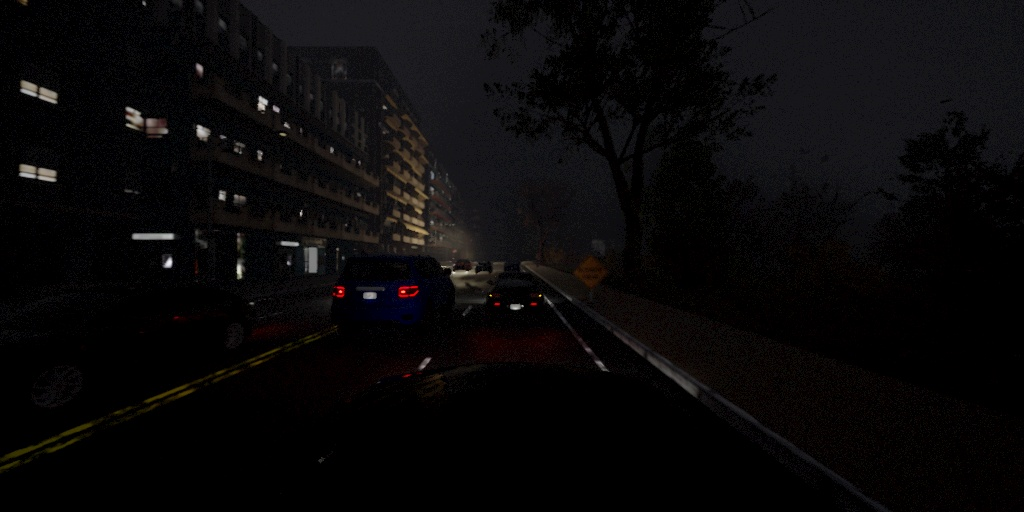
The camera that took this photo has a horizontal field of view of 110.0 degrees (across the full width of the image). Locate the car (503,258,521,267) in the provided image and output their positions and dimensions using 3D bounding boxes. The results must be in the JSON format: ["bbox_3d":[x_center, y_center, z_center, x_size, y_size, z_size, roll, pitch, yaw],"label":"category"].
[{"bbox_3d":[-0.013,1.234,42.158,1.882,1.535,5.008,0,0,0],"label":"car"}]

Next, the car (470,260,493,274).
[{"bbox_3d":[-3.263,1.248,42.139,2.128,1.511,4.902,0,0,0],"label":"car"}]

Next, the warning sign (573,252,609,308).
[{"bbox_3d":[2.846,0.866,12.905,1.300,1.860,1.060,0,0,0],"label":"warning sign"}]

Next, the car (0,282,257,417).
[{"bbox_3d":[-6.603,1.255,5.983,1.837,1.490,4.892,0,0,0],"label":"car"}]

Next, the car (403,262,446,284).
[{"bbox_3d":[-6.604,1.244,27.681,2.128,1.511,4.902,0,0,0],"label":"car"}]

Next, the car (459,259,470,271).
[{"bbox_3d":[-6.515,1.151,47.179,2.097,1.767,4.553,0,0,0],"label":"car"}]

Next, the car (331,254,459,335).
[{"bbox_3d":[-3.152,0.972,10.633,2.150,2.045,5.566,0,0,0],"label":"car"}]

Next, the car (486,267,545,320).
[{"bbox_3d":[0.098,1.276,12.491,1.812,1.442,4.674,0,0,0],"label":"car"}]
